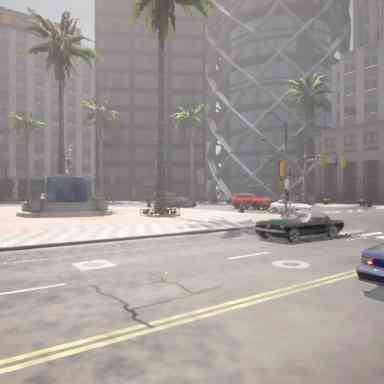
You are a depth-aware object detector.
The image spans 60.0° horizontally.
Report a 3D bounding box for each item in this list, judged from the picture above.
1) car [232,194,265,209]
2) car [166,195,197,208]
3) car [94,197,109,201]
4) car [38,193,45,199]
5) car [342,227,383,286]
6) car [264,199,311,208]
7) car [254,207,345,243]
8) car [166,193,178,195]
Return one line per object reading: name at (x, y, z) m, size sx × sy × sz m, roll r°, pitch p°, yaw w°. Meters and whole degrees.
car at (7.629, 1.222, 43.193) m, size 2.150 × 2.045 × 5.566 m, roll 0°, pitch 0°, yaw -38°
car at (-1.333, 1.564, 46.758) m, size 4.181 × 1.385 × 1.994 m, roll 0°, pitch 0°, yaw 33°
car at (-18.220, 1.601, 62.516) m, size 4.718 × 1.301 × 1.895 m, roll 0°, pitch 0°, yaw 1°
car at (-20.986, 1.218, 52.129) m, size 5.566 × 2.045 × 2.150 m, roll 0°, pitch 0°, yaw -3°
car at (6.197, 1.547, 8.193) m, size 5.357 × 1.411 × 2.033 m, roll 0°, pitch 0°, yaw -35°
car at (10.100, 1.525, 34.105) m, size 1.812 × 1.442 × 4.674 m, roll 0°, pitch 0°, yaw -36°
car at (5.249, 1.601, 16.136) m, size 4.718 × 1.301 × 1.895 m, roll 0°, pitch 0°, yaw -34°
car at (-3.027, 1.222, 51.870) m, size 5.566 × 2.045 × 2.150 m, roll 0°, pitch 0°, yaw 26°
